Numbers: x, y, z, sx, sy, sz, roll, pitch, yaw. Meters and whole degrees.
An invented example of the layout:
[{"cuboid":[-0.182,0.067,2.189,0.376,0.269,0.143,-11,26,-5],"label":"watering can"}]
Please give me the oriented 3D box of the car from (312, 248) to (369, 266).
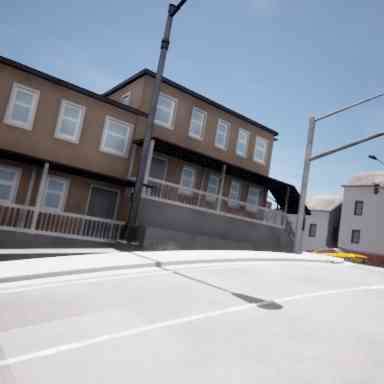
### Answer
[{"cuboid":[11.904,5.417,27.494,1.882,1.535,5.008,14,-16,-34],"label":"car"}]
